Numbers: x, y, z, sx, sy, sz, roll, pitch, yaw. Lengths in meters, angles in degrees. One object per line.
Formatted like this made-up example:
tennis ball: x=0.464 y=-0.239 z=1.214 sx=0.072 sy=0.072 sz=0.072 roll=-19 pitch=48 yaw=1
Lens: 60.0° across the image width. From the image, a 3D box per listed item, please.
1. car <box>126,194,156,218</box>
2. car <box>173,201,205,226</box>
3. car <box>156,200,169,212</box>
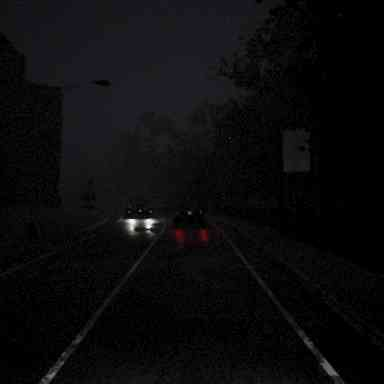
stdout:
car: x=-5.062 y=1.276 z=31.485 sx=2.150 sy=2.045 sz=5.566 roll=2 pitch=0 yaw=-12
car: x=-0.317 y=1.446 z=24.147 sx=2.097 sy=1.767 sz=4.553 roll=1 pitch=0 yaw=-4
car: x=-4.501 y=1.695 z=42.179 sx=2.033 sy=1.411 sz=5.357 roll=2 pitch=-1 yaw=-22
